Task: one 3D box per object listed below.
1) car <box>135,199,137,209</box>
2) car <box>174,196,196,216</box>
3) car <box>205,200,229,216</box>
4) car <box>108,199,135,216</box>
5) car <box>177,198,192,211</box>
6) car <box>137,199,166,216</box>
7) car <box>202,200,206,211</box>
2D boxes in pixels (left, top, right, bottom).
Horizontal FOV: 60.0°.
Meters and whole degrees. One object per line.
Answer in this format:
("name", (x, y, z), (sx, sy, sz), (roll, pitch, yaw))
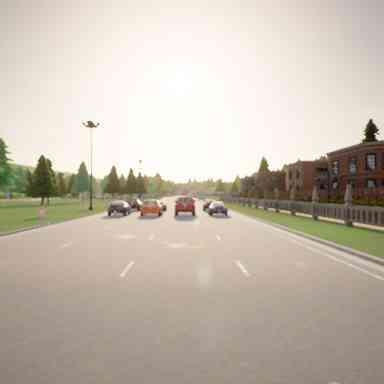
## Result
("car", (-8.020, 1.694, 46.035), (2.097, 1.767, 4.553), (0, 0, -1))
("car", (-0.752, 1.487, 36.069), (2.150, 2.045, 5.566), (0, 0, -1))
("car", (2.756, 1.788, 35.819), (1.812, 1.442, 4.674), (0, 0, -1))
("car", (-7.747, 1.772, 35.786), (1.837, 1.490, 4.892), (0, 0, -1))
("car", (-1.029, 1.695, 46.612), (2.097, 1.767, 4.553), (0, 0, -1))
("car", (-4.243, 1.617, 35.698), (2.097, 1.767, 4.553), (0, 0, -1))
("car", (2.483, 1.841, 45.806), (1.837, 1.490, 4.892), (0, 0, -1))
